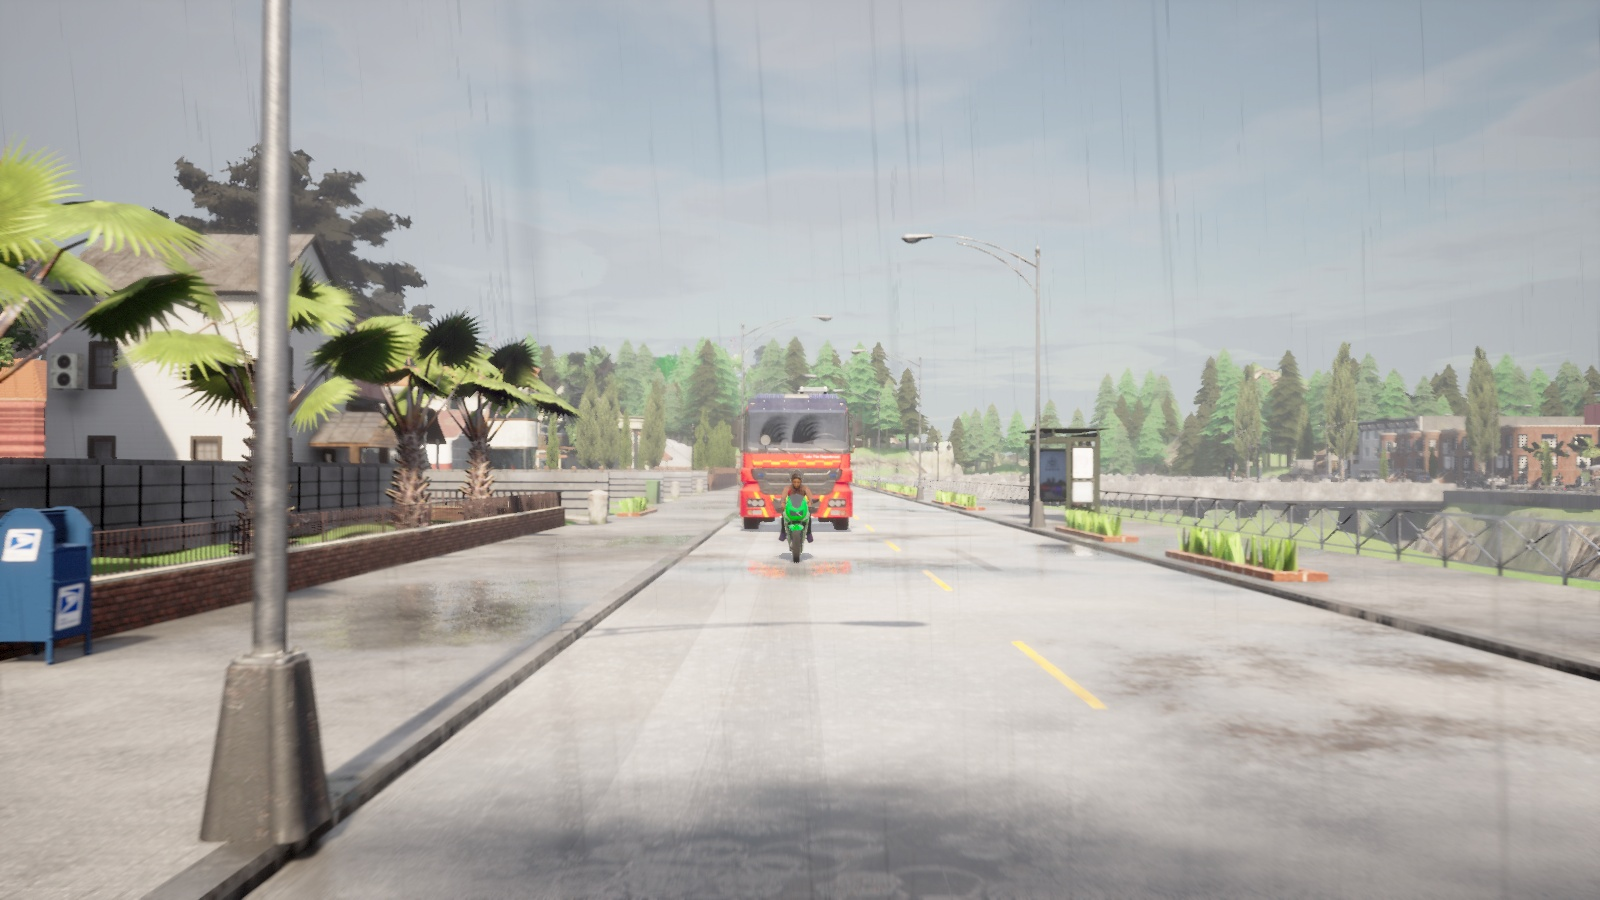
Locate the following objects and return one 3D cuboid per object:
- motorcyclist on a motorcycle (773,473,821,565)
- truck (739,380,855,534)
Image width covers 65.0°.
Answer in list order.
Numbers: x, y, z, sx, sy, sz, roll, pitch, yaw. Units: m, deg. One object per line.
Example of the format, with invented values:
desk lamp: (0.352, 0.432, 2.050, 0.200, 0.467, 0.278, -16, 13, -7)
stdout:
motorcyclist on a motorcycle: (-0.052, 1.164, 21.913, 0.797, 1.523, 2.044, 0, -1, 0)
truck: (-0.088, 0.245, 35.539, 2.891, 3.827, 8.468, 0, -1, 0)
